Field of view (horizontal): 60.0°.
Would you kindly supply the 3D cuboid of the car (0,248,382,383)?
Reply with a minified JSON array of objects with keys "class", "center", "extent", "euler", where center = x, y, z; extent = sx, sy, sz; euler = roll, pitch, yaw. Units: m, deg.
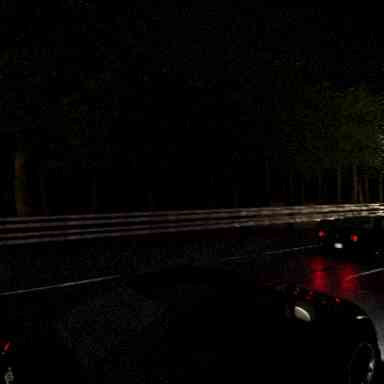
[{"class":"car","center":[0.254,1.552,3.673],"extent":[4.181,1.385,1.994],"euler":[0,0,-36]}]

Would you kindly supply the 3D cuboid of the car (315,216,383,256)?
[{"class":"car","center":[6.950,1.572,12.793],"extent":[4.718,1.301,1.895],"euler":[0,1,-34]}]
